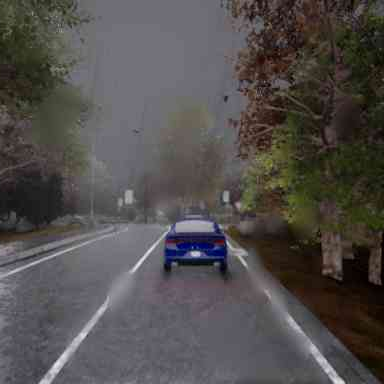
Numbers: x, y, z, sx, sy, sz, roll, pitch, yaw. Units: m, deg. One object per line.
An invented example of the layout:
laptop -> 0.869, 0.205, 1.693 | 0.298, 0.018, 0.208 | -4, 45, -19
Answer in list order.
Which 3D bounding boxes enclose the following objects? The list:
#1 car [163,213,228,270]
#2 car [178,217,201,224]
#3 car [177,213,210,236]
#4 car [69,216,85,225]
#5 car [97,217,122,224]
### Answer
car -> 0.102, 1.615, 11.480 | 1.882, 1.535, 5.008 | 0, -2, 0
car -> -0.495, 6.392, 74.797 | 5.008, 1.535, 1.882 | 0, -5, 8
car -> 0.173, 2.161, 23.193 | 2.033, 1.411, 5.357 | 0, -3, 1
car -> -17.752, 4.399, 51.113 | 1.837, 1.490, 4.892 | 1, -6, -23
car -> -16.736, 5.869, 67.780 | 2.033, 1.411, 5.357 | -3, -5, 32
